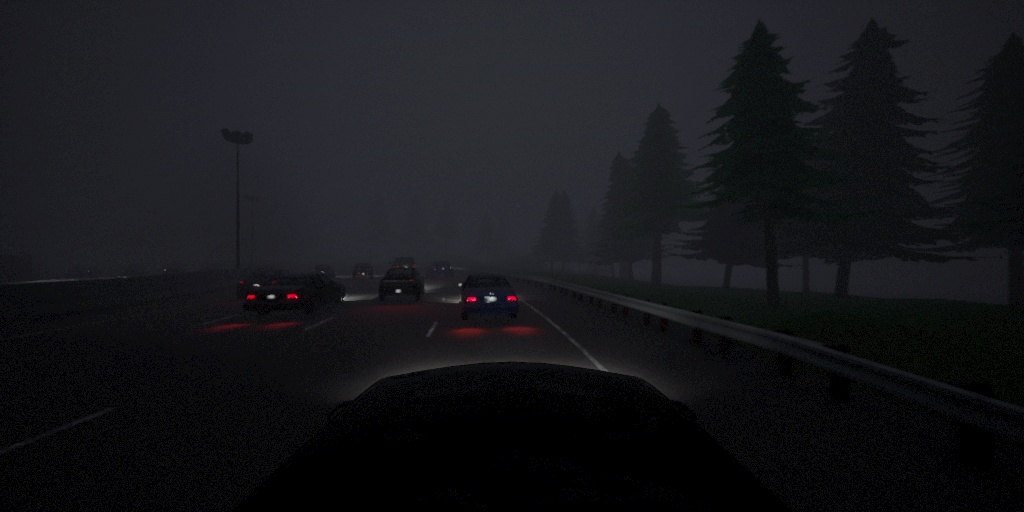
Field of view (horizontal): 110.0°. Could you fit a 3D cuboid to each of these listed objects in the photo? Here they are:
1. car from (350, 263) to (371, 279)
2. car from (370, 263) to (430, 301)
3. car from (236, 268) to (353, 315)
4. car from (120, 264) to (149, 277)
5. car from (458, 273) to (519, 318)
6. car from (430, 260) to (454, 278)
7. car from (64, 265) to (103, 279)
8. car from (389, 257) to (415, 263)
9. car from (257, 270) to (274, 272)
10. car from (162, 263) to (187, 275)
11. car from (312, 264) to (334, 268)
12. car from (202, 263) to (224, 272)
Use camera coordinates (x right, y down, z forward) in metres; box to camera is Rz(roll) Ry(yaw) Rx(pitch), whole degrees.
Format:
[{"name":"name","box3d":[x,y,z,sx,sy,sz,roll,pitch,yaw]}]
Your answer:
[{"name":"car","box3d":[-14.686,1.410,35.205,1.837,1.490,4.892,0,0,-24]},{"name":"car","box3d":[-5.387,1.310,17.901,2.128,1.511,4.902,0,0,-11]},{"name":"car","box3d":[-8.127,1.365,13.964,2.033,1.411,5.357,0,0,-9]},{"name":"car","box3d":[-43.369,1.582,41.353,2.033,1.411,5.357,0,0,-40]},{"name":"car","box3d":[-0.953,1.335,13.152,2.033,1.411,5.357,0,0,-8]},{"name":"car","box3d":[-7.247,1.229,35.569,2.097,1.767,4.553,0,0,-22]},{"name":"car","box3d":[-44.761,1.630,37.508,1.895,1.301,4.718,0,0,-39]},{"name":"car","box3d":[-10.552,1.108,34.596,2.150,2.045,5.566,0,0,-23]},{"name":"car","box3d":[-12.867,1.415,19.320,1.994,1.385,4.181,0,0,-13]},{"name":"car","box3d":[-39.575,1.548,42.142,1.812,1.442,4.674,0,0,-39]},{"name":"car","box3d":[-18.512,1.483,35.115,1.994,1.385,4.181,0,0,-26]},{"name":"car","box3d":[-36.678,1.580,44.107,1.994,1.385,4.181,0,0,-39]}]
